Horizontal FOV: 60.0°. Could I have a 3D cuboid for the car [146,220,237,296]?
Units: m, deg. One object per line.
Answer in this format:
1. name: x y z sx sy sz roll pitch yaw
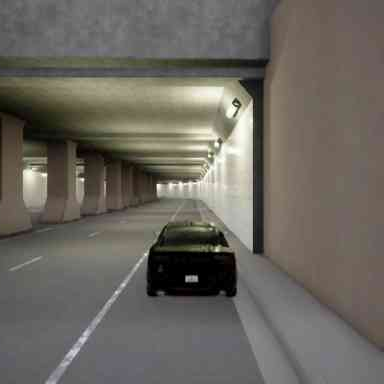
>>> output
1. car: -0.006 1.467 8.650 1.882 1.535 5.008 0 0 0
